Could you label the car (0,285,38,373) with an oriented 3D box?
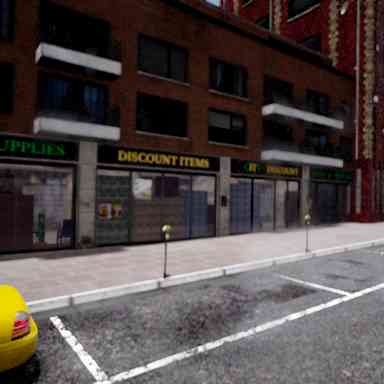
[{"bbox_3d":[-4.141,1.534,3.113,4.829,1.417,1.752,0,2,-36],"label":"car"}]
